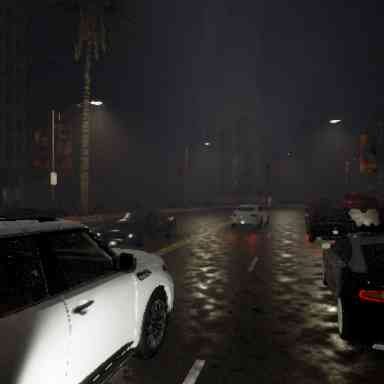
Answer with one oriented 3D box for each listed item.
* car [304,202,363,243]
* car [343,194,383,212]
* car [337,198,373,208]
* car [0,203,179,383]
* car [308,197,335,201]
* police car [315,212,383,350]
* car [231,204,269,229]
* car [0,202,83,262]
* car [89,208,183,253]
[{"bbox_3d":[6.473,1.476,15.782,1.882,1.535,5.008,0,0,17],"label":"car"},{"bbox_3d":[18.835,1.218,36.678,5.566,2.045,2.150,0,0,-36],"label":"car"},{"bbox_3d":[23.155,1.597,47.254,4.718,1.301,1.895,0,0,-22],"label":"car"},{"bbox_3d":[-1.991,1.220,3.151,2.150,2.045,5.566,0,0,17],"label":"car"},{"bbox_3d":[18.782,1.473,48.940,5.008,1.535,1.882,0,0,-26],"label":"car"},{"bbox_3d":[3.613,1.425,6.315,1.930,1.638,5.238,0,0,17],"label":"police car"},{"bbox_3d":[3.789,1.524,21.530,1.812,1.442,4.674,0,0,21],"label":"car"},{"bbox_3d":[-6.524,1.350,12.868,2.097,1.767,4.553,0,0,17],"label":"car"},{"bbox_3d":[-2.225,1.546,15.111,2.033,1.411,5.357,0,0,17],"label":"car"}]
